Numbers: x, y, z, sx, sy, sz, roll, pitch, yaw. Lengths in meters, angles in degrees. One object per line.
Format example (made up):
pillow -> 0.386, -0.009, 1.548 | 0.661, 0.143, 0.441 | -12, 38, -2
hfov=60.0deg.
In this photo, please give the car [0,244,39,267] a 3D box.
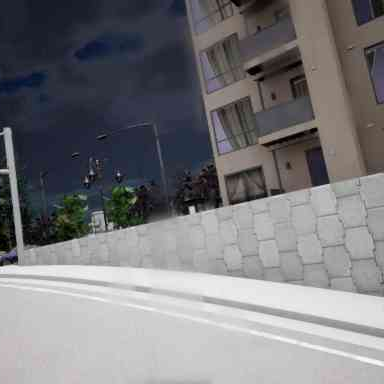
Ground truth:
car -> -15.551, 5.657, 29.599 | 2.097, 1.767, 4.553 | -15, -9, 35
